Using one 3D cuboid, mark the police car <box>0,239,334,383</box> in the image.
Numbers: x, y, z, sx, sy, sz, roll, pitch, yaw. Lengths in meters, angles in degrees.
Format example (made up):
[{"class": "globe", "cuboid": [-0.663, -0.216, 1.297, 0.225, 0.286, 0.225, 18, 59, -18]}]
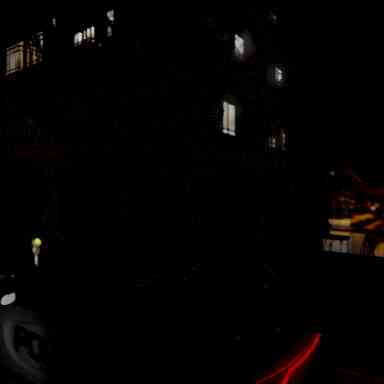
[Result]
[{"class": "police car", "cuboid": [-1.064, 1.464, 4.178, 5.238, 1.638, 1.930, -1, -1, 35]}]
